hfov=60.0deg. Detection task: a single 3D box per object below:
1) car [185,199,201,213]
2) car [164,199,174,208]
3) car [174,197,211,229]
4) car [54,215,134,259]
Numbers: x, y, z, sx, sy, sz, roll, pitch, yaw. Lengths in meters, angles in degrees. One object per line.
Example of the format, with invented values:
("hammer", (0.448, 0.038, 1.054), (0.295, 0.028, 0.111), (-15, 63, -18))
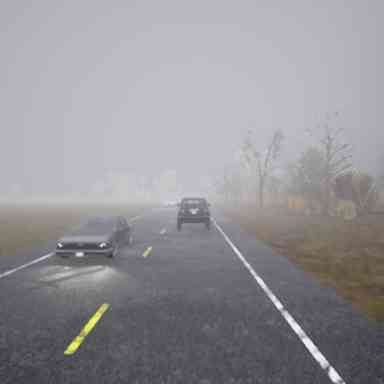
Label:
("car", (0.132, 1.714, 42.007), (1.882, 1.535, 5.008), (0, 0, 0))
("car", (-3.514, 1.815, 53.608), (1.812, 1.442, 4.674), (0, 0, 1))
("car", (0.118, 1.360, 22.992), (2.150, 2.045, 5.566), (0, 0, 0))
("car", (-3.591, 1.630, 13.290), (2.033, 1.411, 5.357), (0, 0, 0))
